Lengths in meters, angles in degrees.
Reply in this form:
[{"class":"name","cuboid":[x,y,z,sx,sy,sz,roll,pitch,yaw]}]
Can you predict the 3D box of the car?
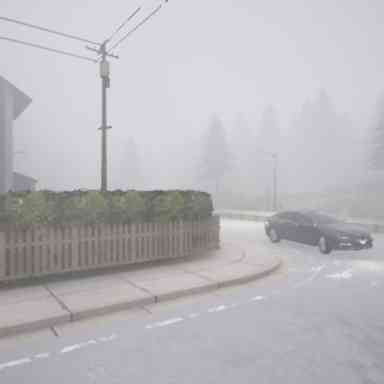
[{"class":"car","cuboid":[4.974,1.505,13.772,1.837,1.490,4.892,0,0,-24]}]
